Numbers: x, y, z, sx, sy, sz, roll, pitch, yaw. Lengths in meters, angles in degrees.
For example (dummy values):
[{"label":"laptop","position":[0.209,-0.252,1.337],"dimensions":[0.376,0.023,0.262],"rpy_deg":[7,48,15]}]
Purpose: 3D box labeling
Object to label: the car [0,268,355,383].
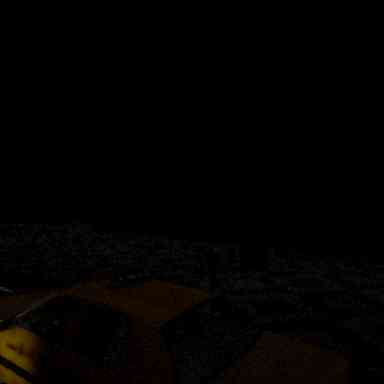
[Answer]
[{"label":"car","position":[-0.873,1.504,3.585],"dimensions":[4.829,1.417,1.752],"rpy_deg":[1,0,35]}]
